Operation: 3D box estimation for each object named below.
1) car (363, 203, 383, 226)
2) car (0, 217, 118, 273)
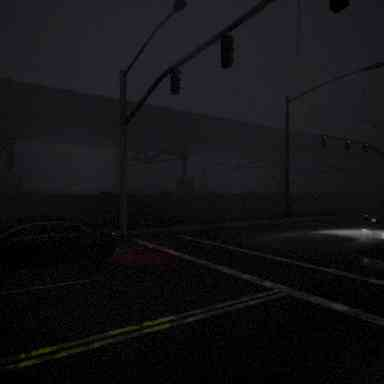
[{"bbox_3d":[13.217,1.484,21.957,4.902,1.511,2.128,0,0,-35],"label":"car"},{"bbox_3d":[-4.553,1.491,9.344,4.902,1.511,2.128,0,0,-35],"label":"car"}]
